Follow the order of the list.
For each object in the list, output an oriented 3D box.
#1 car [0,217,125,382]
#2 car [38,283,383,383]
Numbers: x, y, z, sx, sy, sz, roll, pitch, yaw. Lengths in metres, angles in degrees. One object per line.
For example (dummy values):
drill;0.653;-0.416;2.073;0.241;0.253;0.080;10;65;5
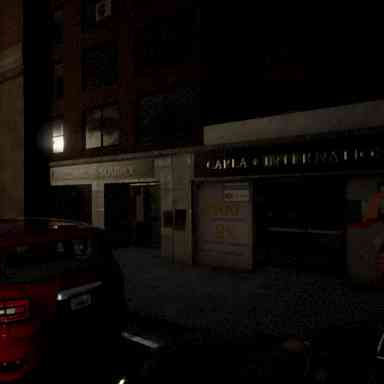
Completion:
car;-3.187;1.321;5.124;5.009;1.841;2.192;0;-1;35
car;1.278;1.551;1.944;4.403;1.369;2.008;0;-1;35
